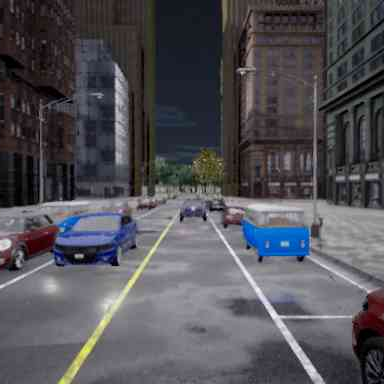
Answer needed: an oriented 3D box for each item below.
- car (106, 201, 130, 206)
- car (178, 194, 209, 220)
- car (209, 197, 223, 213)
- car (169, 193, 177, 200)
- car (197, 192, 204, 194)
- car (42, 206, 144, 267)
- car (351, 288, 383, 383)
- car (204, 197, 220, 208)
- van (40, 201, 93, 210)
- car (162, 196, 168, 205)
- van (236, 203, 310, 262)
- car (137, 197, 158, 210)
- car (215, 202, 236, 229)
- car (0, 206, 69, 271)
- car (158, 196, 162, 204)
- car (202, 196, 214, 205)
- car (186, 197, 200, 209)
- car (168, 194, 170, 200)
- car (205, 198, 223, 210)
[{"bbox_3d":[-5.776,1.426,25.458,1.967,1.590,4.097,-1,0,0],"label":"car"},{"bbox_3d":[0.096,1.337,27.791,2.097,1.767,4.553,0,0,0],"label":"car"},{"bbox_3d":[2.750,1.542,37.089,1.947,1.339,4.313,-1,0,0],"label":"car"},{"bbox_3d":[-5.777,1.430,90.075,1.802,1.307,4.206,-1,0,0],"label":"car"},{"bbox_3d":[2.747,1.373,90.254,1.752,1.417,4.829,-1,0,0],"label":"car"},{"bbox_3d":[-3.089,1.472,11.632,1.882,1.535,5.008,0,0,0],"label":"car"},{"bbox_3d":[2.775,1.314,1.643,2.192,1.841,5.009,-1,0,0],"label":"car"},{"bbox_3d":[2.749,1.512,47.495,2.008,1.369,4.403,-1,0,0],"label":"car"},{"bbox_3d":[-5.777,1.333,15.507,1.690,1.788,3.998,-1,0,0],"label":"van"},{"bbox_3d":[-5.776,1.493,57.726,2.008,1.369,4.403,-1,0,0],"label":"car"},{"bbox_3d":[2.786,1.336,11.818,1.690,1.788,3.998,-1,0,0],"label":"van"},{"bbox_3d":[-5.776,1.515,41.593,1.887,1.381,4.507,-1,0,0],"label":"car"},{"bbox_3d":[2.751,1.571,21.482,1.802,1.307,4.206,-1,0,0],"label":"car"},{"bbox_3d":[-5.775,1.435,10.621,1.967,1.590,4.097,-1,0,0],"label":"car"},{"bbox_3d":[-5.776,1.545,46.970,1.802,1.307,4.206,-1,0,0],"label":"car"},{"bbox_3d":[2.749,1.467,58.071,1.752,1.417,4.829,-1,0,0],"label":"car"},{"bbox_3d":[0.096,1.441,46.235,1.882,1.535,5.008,0,0,0],"label":"car"},{"bbox_3d":[-5.777,1.495,63.105,1.947,1.339,4.313,-1,0,0],"label":"car"},{"bbox_3d":[2.750,1.535,42.293,1.947,1.339,4.313,-1,0,0],"label":"car"}]
